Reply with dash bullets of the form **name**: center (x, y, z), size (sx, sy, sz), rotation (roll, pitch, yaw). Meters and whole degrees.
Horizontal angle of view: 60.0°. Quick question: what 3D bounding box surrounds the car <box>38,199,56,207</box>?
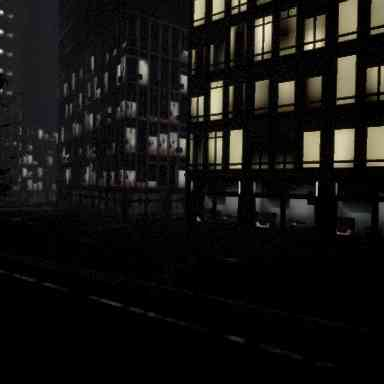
- **car**: center (-24.658, 1.982, 58.504), size (4.507, 1.381, 1.887), rotation (1, 1, -34)

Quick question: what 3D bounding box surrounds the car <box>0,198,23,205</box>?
- **car**: center (-33.784, 1.744, 61.806), size (4.403, 1.369, 2.008), rotation (1, 1, -34)
